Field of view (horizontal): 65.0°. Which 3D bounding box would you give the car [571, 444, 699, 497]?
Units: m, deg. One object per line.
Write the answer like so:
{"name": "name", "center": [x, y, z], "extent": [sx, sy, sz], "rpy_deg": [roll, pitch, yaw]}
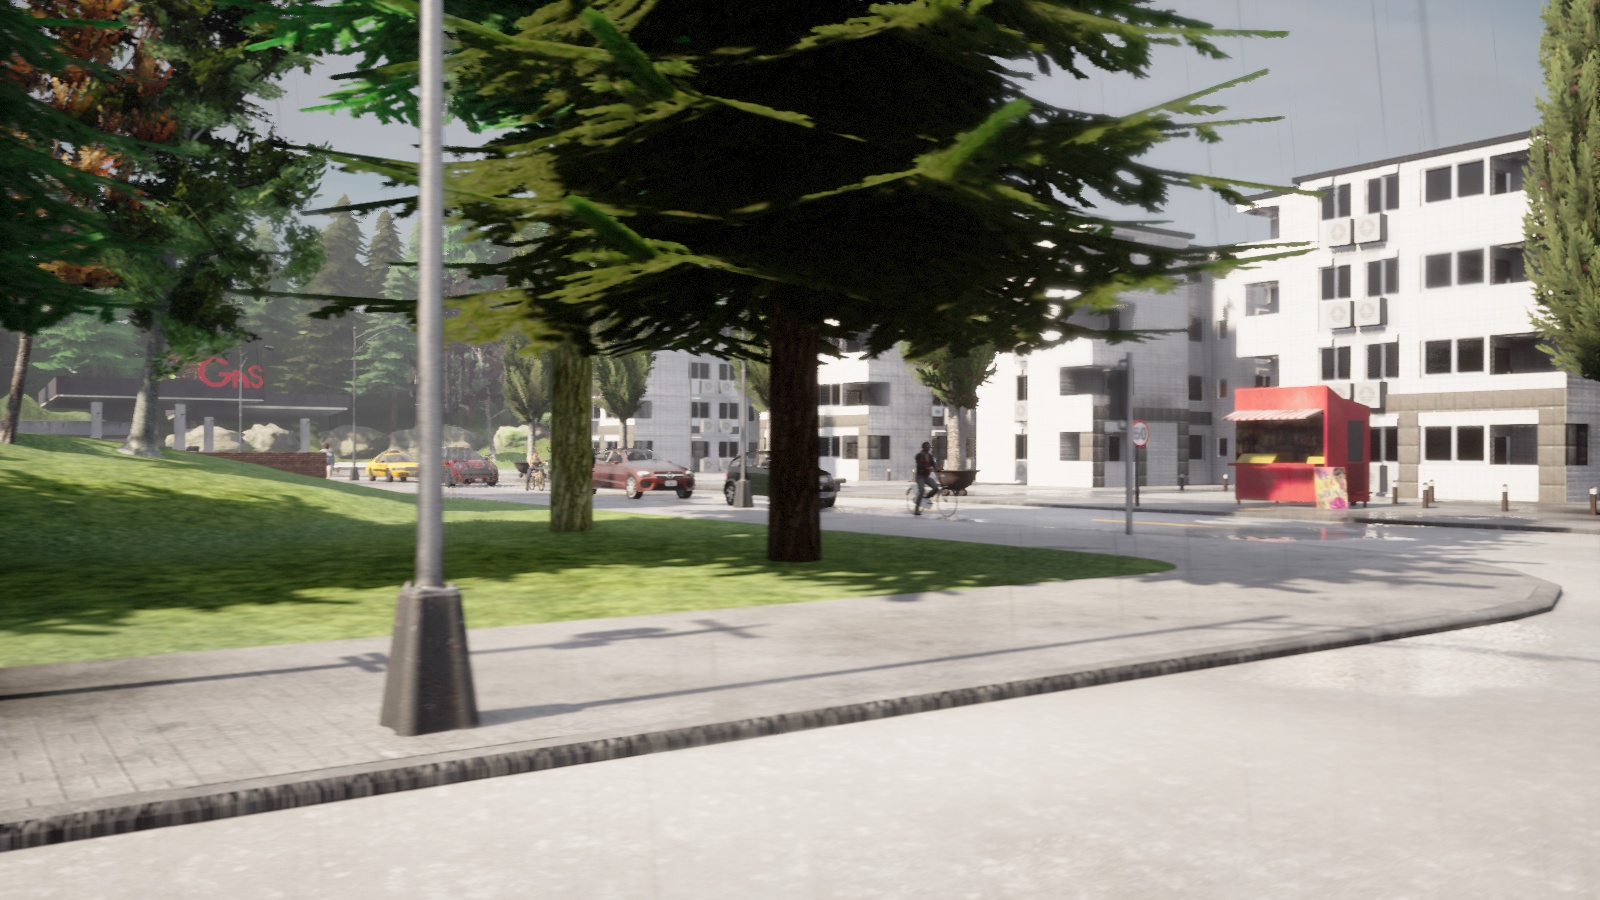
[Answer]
{"name": "car", "center": [-5.580, 0.632, 41.810], "extent": [2.152, 1.651, 5.027], "rpy_deg": [0, 0, -35]}

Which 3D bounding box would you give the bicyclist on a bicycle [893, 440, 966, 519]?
{"name": "bicyclist on a bicycle", "center": [3.029, 0.675, 29.472], "extent": [0.659, 1.776, 1.843], "rpy_deg": [0, 0, -34]}

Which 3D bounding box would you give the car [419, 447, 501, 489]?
{"name": "car", "center": [-15.040, 0.765, 55.426], "extent": [2.097, 1.767, 4.553], "rpy_deg": [0, 0, -35]}

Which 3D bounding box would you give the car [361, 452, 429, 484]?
{"name": "car", "center": [-20.459, 0.876, 63.243], "extent": [1.801, 1.575, 5.366], "rpy_deg": [0, 0, -35]}

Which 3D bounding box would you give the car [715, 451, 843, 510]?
{"name": "car", "center": [-0.629, 0.804, 34.691], "extent": [1.789, 1.549, 3.705], "rpy_deg": [0, 0, -35]}

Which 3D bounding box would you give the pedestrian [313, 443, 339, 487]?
{"name": "pedestrian", "center": [-20.284, 0.625, 53.758], "extent": [0.874, 1.855, 0.900], "rpy_deg": [0, 0, -31]}

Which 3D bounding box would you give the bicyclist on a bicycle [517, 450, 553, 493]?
{"name": "bicyclist on a bicycle", "center": [-10.237, 0.816, 48.529], "extent": [0.866, 1.612, 1.509], "rpy_deg": [0, 0, -34]}
